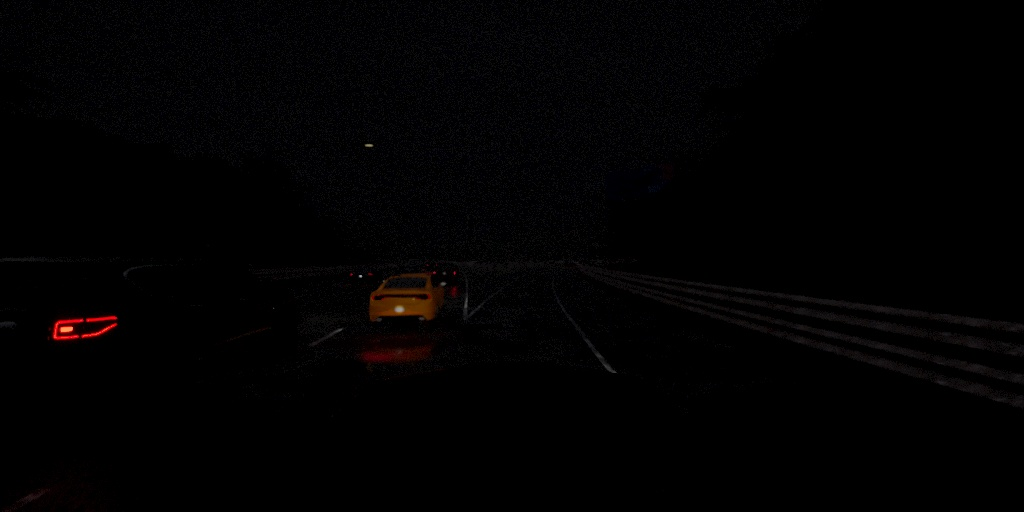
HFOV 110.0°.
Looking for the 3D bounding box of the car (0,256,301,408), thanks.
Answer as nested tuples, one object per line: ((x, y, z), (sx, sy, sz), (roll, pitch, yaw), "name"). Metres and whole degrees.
((-6.115, 1.037, 6.573), (2.150, 2.045, 5.566), (0, -1, -7), "car")

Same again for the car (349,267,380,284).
((-12.642, 1.665, 31.286), (1.994, 1.385, 4.181), (0, -1, -7), "car")

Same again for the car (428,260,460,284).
((-5.515, 1.404, 29.998), (2.097, 1.767, 4.553), (0, -1, -7), "car")

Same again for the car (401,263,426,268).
((-9.216, 1.644, 32.256), (2.033, 1.411, 5.357), (0, -1, -8), "car")

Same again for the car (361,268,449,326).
((-3.364, 1.335, 12.260), (1.882, 1.535, 5.008), (0, -1, -7), "car")
